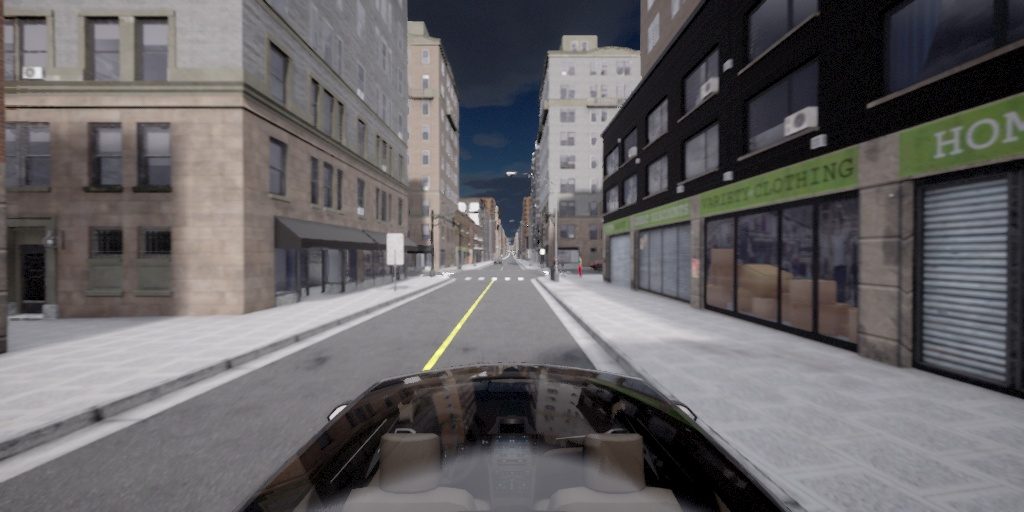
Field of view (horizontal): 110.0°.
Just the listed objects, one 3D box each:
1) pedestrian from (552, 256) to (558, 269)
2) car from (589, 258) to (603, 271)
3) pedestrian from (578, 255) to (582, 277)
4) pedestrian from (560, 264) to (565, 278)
[{"bbox_3d":[3.629,0.865,30.405,0.375,1.860,0.375,0,0,0],"label":"pedestrian"},{"bbox_3d":[12.086,0.826,44.062,5.009,1.841,2.192,0,0,0],"label":"car"},{"bbox_3d":[5.629,0.838,29.805,0.375,1.860,0.375,0,0,0],"label":"pedestrian"},{"bbox_3d":[4.135,0.862,29.205,0.375,1.860,0.375,0,0,0],"label":"pedestrian"}]
